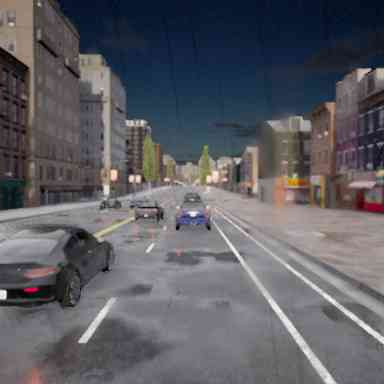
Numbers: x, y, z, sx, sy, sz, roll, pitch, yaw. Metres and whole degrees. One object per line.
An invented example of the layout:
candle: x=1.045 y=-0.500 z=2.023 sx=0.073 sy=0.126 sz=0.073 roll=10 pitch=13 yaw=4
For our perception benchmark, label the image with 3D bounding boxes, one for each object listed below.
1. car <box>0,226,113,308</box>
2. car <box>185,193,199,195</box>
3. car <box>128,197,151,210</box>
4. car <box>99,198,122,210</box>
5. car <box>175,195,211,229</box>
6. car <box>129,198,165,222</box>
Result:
car: x=-3.164 y=1.506 z=7.719 sx=1.812 sy=1.442 sz=4.674 roll=0 pitch=0 yaw=0
car: x=0.025 y=1.077 z=42.079 sx=2.150 sy=2.045 sz=5.566 roll=0 pitch=0 yaw=0
car: x=-6.593 y=1.409 z=42.033 sx=2.033 sy=1.411 sz=5.357 roll=0 pitch=0 yaw=0
car: x=-9.856 y=1.439 z=40.516 sx=1.994 sy=1.385 sz=4.181 roll=0 pitch=0 yaw=0
car: x=0.062 y=1.306 z=21.170 sx=2.097 sy=1.767 sz=4.553 roll=0 pitch=0 yaw=0
car: x=-3.196 y=1.434 z=25.560 sx=2.128 sy=1.511 sz=4.902 roll=0 pitch=0 yaw=0
